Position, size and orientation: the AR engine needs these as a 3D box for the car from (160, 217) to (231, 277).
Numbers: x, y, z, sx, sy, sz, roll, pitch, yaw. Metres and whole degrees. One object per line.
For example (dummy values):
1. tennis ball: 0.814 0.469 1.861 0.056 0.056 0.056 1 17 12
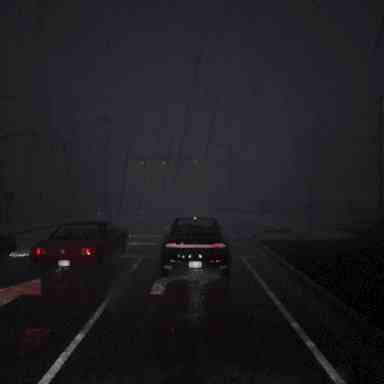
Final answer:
1. car: 0.104 1.513 10.330 2.128 1.511 4.902 0 0 0

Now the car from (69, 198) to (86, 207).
1. car: -18.550 1.640 54.404 1.812 1.442 4.674 0 0 0

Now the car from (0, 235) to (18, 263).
1. car: -6.915 1.567 8.987 2.033 1.411 5.357 0 0 0

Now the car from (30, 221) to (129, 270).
1. car: -3.410 1.624 11.128 1.895 1.301 4.718 0 0 0

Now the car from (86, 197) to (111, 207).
1. car: -15.064 1.618 53.817 1.837 1.490 4.892 0 0 0

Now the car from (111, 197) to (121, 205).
1. car: -14.995 1.626 64.118 2.128 1.511 4.902 0 0 0

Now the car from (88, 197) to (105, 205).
1. car: -18.495 1.736 64.699 1.895 1.301 4.718 0 0 0
